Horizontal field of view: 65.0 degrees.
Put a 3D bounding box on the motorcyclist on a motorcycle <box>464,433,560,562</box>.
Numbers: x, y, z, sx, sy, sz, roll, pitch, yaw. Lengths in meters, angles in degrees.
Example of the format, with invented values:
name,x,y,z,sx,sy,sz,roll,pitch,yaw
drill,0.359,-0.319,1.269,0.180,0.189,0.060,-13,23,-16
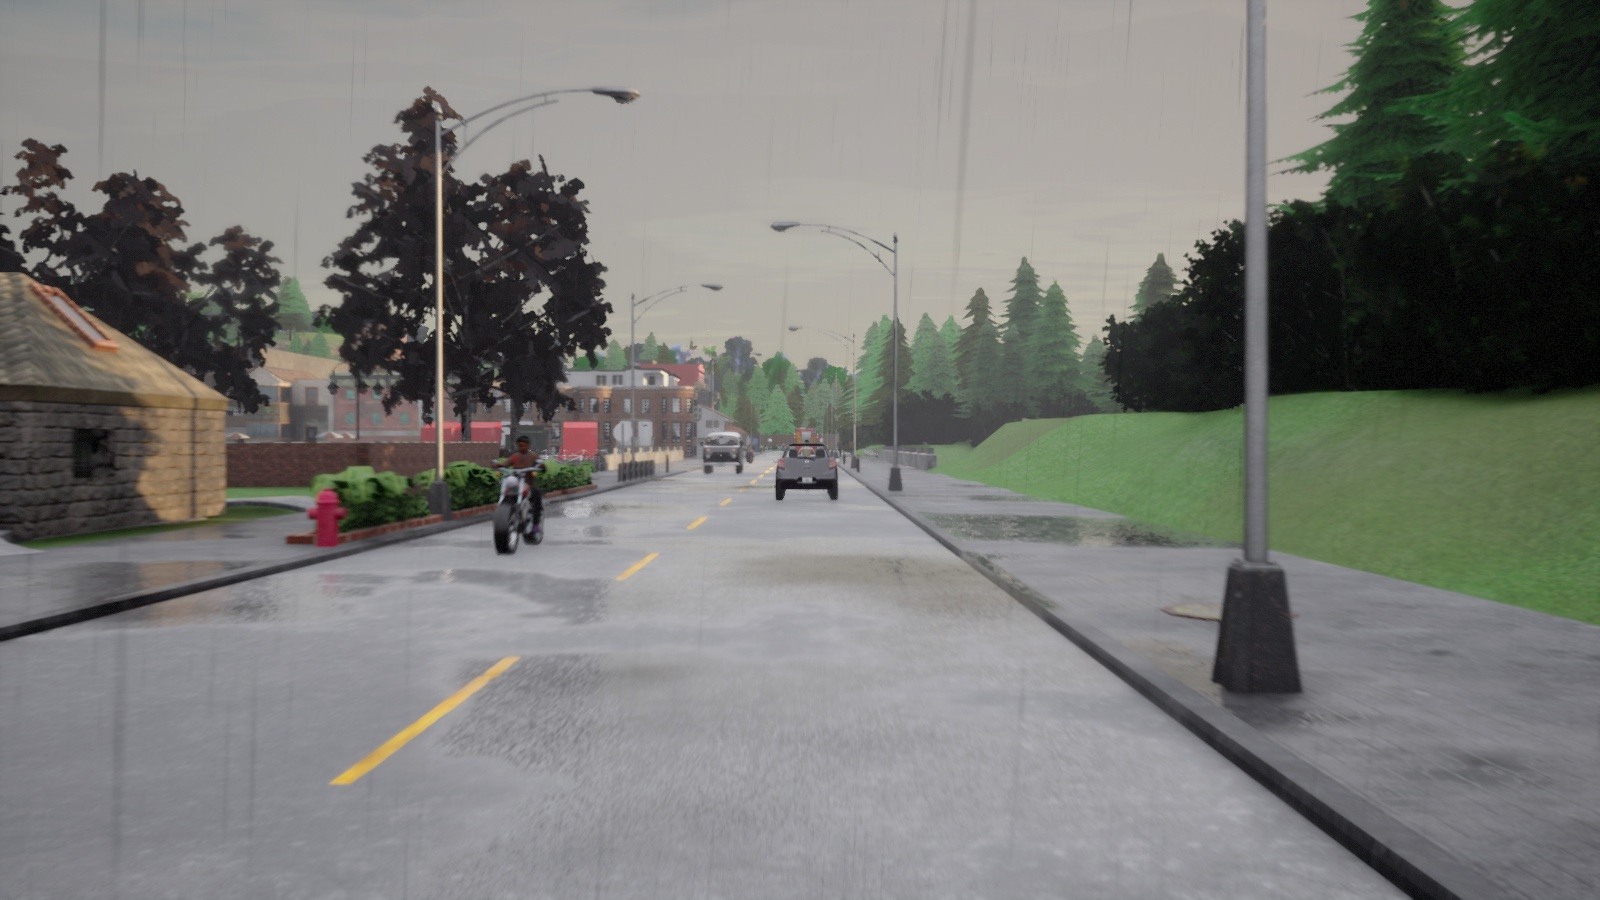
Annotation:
name,x,y,z,sx,sy,sz,roll,pitch,yaw
motorcyclist on a motorcycle,-3.898,0.598,17.177,0.766,1.649,2.350,0,0,0

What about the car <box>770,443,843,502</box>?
name,x,y,z,sx,sy,sz,roll,pitch,yaw
car,0.180,0.571,33.615,1.845,1.501,3.633,0,0,0

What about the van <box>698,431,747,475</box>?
name,x,y,z,sx,sy,sz,roll,pitch,yaw
van,-3.691,0.127,60.438,2.069,2.038,4.480,0,1,0
